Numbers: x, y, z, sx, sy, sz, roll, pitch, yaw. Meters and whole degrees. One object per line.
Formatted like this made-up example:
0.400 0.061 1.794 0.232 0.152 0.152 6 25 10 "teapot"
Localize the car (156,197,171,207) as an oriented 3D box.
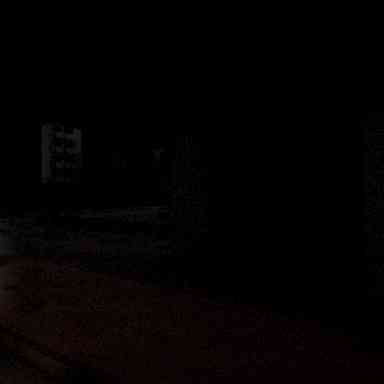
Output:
-3.103 1.513 51.051 4.892 1.490 1.837 1 -1 -30 "car"
